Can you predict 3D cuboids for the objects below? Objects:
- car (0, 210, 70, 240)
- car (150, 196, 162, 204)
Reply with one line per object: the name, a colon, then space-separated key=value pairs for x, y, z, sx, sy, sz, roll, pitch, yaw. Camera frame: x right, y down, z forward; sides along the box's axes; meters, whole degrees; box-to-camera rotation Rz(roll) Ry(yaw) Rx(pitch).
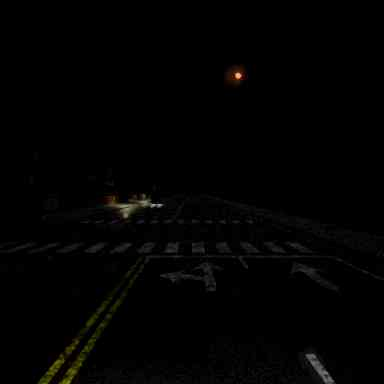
car: x=-8.596 y=1.553 z=15.494 sx=5.357 sy=1.411 sz=2.033 roll=0 pitch=0 yaw=-33
car: x=-6.451 y=1.515 z=60.896 sx=2.033 sy=1.411 sz=5.357 roll=0 pitch=0 yaw=0
